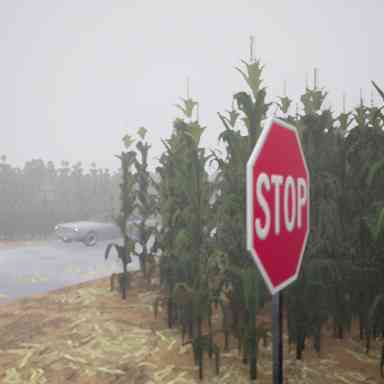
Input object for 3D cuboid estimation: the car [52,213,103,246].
[{"bbox_3d":[-3.927,1.607,15.506,1.895,1.301,4.718,0,0,37],"label":"car"}]
